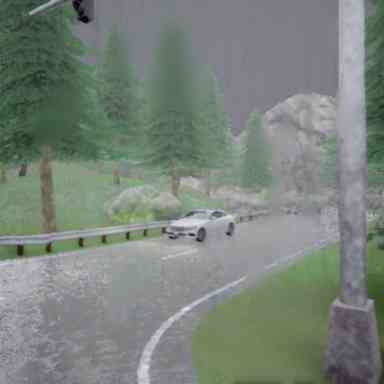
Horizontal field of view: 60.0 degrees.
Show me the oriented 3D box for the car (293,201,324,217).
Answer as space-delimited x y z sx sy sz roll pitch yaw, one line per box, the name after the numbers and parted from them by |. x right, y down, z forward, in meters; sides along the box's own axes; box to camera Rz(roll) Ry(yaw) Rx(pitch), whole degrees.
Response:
11.400 1.605 32.214 2.033 1.411 5.357 0 0 32 | car

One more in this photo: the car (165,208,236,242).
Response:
0.602 1.583 16.967 1.812 1.442 4.674 0 0 35 | car
